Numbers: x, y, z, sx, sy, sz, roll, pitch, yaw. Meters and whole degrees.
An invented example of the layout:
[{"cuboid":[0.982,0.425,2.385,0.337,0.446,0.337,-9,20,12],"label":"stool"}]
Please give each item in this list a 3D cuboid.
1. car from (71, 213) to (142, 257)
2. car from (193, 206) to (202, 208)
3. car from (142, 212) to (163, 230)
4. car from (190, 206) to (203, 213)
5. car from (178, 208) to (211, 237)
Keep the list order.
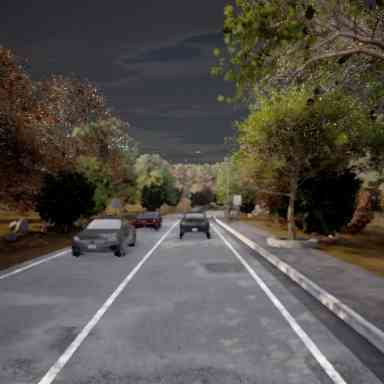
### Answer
[{"cuboid":[-3.543,1.776,14.185,1.812,1.442,4.674,0,-2,0],"label":"car"},{"cuboid":[0.513,2.916,46.072,1.837,1.490,4.892,0,-2,3],"label":"car"},{"cuboid":[-3.490,2.302,26.721,1.895,1.301,4.718,0,-2,1],"label":"car"},{"cuboid":[1.090,3.839,74.328,1.837,1.490,4.892,1,-2,14],"label":"car"},{"cuboid":[0.166,2.028,21.685,1.837,1.490,4.892,0,-2,0],"label":"car"}]
